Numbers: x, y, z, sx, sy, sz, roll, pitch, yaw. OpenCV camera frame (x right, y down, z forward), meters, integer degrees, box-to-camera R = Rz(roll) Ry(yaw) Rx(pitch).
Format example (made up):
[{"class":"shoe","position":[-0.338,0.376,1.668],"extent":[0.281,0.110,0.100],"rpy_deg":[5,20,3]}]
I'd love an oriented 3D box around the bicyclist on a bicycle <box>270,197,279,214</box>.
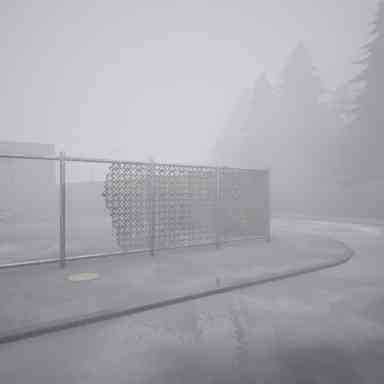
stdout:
[{"class":"bicyclist on a bicycle","position":[7.935,1.349,32.468],"extent":[1.656,1.620,0.582],"rpy_deg":[0,0,-36]}]
